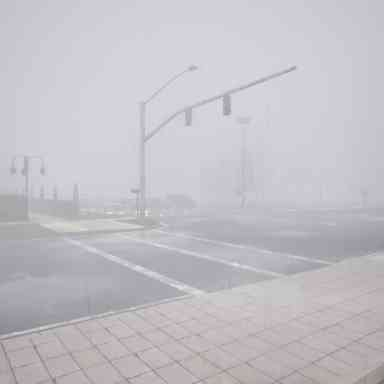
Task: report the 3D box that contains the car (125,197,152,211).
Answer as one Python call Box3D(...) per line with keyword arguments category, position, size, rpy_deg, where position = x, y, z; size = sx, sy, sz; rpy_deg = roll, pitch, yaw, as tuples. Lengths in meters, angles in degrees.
Box3D(category="car", position=(-7.523, 1.546, 42.077), size=(2.033, 1.411, 5.357), rpy_deg=(0, 0, -36))

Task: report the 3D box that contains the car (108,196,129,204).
Box3D(category="car", position=(-13.914, 1.546, 62.772), size=(2.033, 1.411, 5.357), rpy_deg=(0, 0, -36))

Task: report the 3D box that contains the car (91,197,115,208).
Box3D(category="car", position=(-13.432, 1.504, 50.172), size=(1.837, 1.490, 4.892), rpy_deg=(0, 0, -36))

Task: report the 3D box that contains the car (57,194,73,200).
Box3D(category="car", position=(-21.623, 1.504, 55.490), size=(1.837, 1.490, 4.892), rpy_deg=(0, 0, -36))

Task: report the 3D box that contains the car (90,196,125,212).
Box3D(category="car", position=(-10.103, 1.525, 39.679), size=(1.812, 1.442, 4.674), rpy_deg=(0, 0, -36))

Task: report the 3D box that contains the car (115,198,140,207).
Box3D(category="car", position=(-9.996, 1.599, 51.398), size=(1.895, 1.301, 4.718), rpy_deg=(0, 0, -36))

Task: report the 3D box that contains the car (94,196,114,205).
Box3D(category="car", position=(-15.844, 1.503, 59.455), size=(1.837, 1.490, 4.892), rpy_deg=(0, 0, -36))

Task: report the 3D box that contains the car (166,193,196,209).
Box3D(category="car", position=(-1.759, 1.220, 46.055), size=(2.150, 2.045, 5.566), rpy_deg=(0, 0, -36))

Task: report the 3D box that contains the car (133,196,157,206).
Box3D(category="car", position=(-7.747, 1.503, 54.261), size=(1.837, 1.490, 4.892), rpy_deg=(0, 0, -36))

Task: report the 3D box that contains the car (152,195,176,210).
Box3D(category="car", position=(-4.578, 1.503, 43.976), size=(1.837, 1.490, 4.892), rpy_deg=(0, 0, -36))

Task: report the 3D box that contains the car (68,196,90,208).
Box3D(category="car", position=(-15.512, 1.600, 47.082), size=(1.895, 1.301, 4.718), rpy_deg=(0, 0, -36))

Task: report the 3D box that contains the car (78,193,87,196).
Box3D(category="car", position=(-19.723, 1.220, 58.838), size=(2.150, 2.045, 5.566), rpy_deg=(0, 0, -36))
